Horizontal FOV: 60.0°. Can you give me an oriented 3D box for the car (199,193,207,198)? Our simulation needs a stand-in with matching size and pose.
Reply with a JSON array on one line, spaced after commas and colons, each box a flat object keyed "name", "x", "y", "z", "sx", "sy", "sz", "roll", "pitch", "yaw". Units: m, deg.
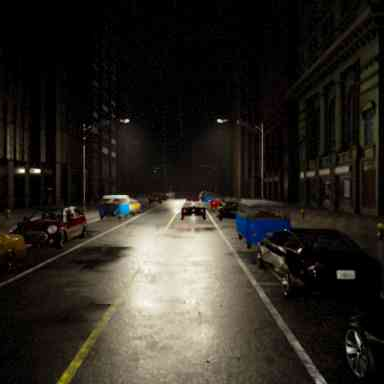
[{"name": "car", "x": 2.797, "y": 0.962, "z": 86.970, "sx": 1.947, "sy": 1.339, "sz": 4.313, "roll": 0, "pitch": 0, "yaw": 0}]

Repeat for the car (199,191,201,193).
[{"name": "car", "x": 2.788, "y": 0.892, "z": 58.787, "sx": 2.192, "sy": 1.841, "sz": 5.009, "roll": 0, "pitch": 0, "yaw": 0}]

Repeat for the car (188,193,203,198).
[{"name": "car", "x": 0.116, "y": 1.215, "z": 42.359, "sx": 1.812, "sy": 1.442, "sz": 4.674, "roll": 0, "pitch": 0, "yaw": 0}]

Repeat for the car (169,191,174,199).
[{"name": "car", "x": -5.732, "y": 1.017, "z": 75.684, "sx": 2.008, "sy": 1.369, "sz": 4.403, "roll": 0, "pitch": 0, "yaw": 0}]

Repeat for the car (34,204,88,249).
[{"name": "car", "x": -5.754, "y": 1.338, "z": 13.686, "sx": 1.967, "sy": 1.590, "sz": 4.097, "roll": 0, "pitch": 0, "yaw": 0}]

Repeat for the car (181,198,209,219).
[{"name": "car", "x": 0.111, "y": 1.404, "z": 26.610, "sx": 1.895, "sy": 1.301, "sz": 4.718, "roll": 0, "pitch": 0, "yaw": 0}]

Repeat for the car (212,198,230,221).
[{"name": "car", "x": 2.775, "y": 1.381, "z": 24.969, "sx": 1.947, "sy": 1.339, "sz": 4.313, "roll": 0, "pitch": 0, "yaw": 0}]

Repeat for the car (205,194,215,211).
[{"name": "car", "x": 2.779, "y": 1.278, "z": 36.242, "sx": 1.887, "sy": 1.381, "sz": 4.507, "roll": 0, "pitch": 0, "yaw": 0}]

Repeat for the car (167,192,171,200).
[{"name": "car", "x": -5.736, "y": 1.084, "z": 64.412, "sx": 1.887, "sy": 1.381, "sz": 4.507, "roll": 0, "pitch": 0, "yaw": 0}]

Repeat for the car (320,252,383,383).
[{"name": "car", "x": 2.766, "y": 1.547, "z": 2.423, "sx": 1.947, "sy": 1.339, "sz": 4.313, "roll": 0, "pitch": 0, "yaw": 0}]

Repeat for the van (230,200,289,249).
[{"name": "van", "x": 2.771, "y": 1.239, "z": 13.694, "sx": 1.690, "sy": 1.788, "sz": 3.998, "roll": 0, "pitch": 0, "yaw": 0}]

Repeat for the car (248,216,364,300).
[{"name": "car", "x": 2.768, "y": 1.505, "z": 8.059, "sx": 1.947, "sy": 1.339, "sz": 4.313, "roll": 0, "pitch": 0, "yaw": 0}]

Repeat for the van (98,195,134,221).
[{"name": "van", "x": -5.750, "y": 1.156, "z": 24.958, "sx": 1.690, "sy": 1.788, "sz": 3.998, "roll": 0, "pitch": 0, "yaw": 0}]

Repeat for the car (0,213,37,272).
[{"name": "car", "x": -5.757, "y": 1.466, "z": 7.881, "sx": 1.752, "sy": 1.417, "sz": 4.829, "roll": 0, "pitch": 0, "yaw": 0}]

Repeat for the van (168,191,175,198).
[{"name": "van", "x": -5.726, "y": 0.703, "z": 92.592, "sx": 1.690, "sy": 1.788, "sz": 3.998, "roll": 0, "pitch": 0, "yaw": 0}]

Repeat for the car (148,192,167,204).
[{"name": "car", "x": -5.739, "y": 0.930, "z": 53.139, "sx": 2.192, "sy": 1.841, "sz": 5.009, "roll": 0, "pitch": 0, "yaw": 0}]

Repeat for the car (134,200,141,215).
[{"name": "car", "x": -5.748, "y": 1.301, "z": 30.425, "sx": 1.752, "sy": 1.417, "sz": 4.829, "roll": 0, "pitch": 0, "yaw": 0}]

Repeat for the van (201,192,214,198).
[{"name": "van", "x": 2.785, "y": 0.956, "z": 53.151, "sx": 1.690, "sy": 1.788, "sz": 3.998, "roll": 0, "pitch": 0, "yaw": 0}]

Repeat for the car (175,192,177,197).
[{"name": "car", "x": -5.728, "y": 0.947, "z": 86.957, "sx": 2.008, "sy": 1.369, "sz": 4.403, "roll": 0, "pitch": 0, "yaw": 0}]
